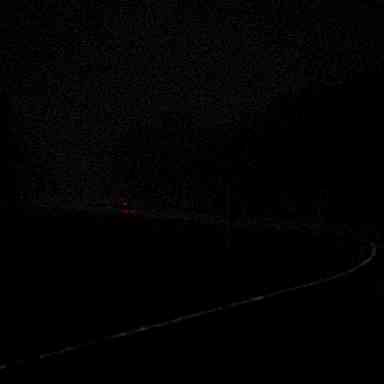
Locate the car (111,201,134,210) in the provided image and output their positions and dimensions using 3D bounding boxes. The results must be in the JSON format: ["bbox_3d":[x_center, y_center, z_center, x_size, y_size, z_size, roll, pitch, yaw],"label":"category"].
[{"bbox_3d":[-10.809,2.161,52.964,1.812,1.442,4.674,2,-2,-34],"label":"car"}]

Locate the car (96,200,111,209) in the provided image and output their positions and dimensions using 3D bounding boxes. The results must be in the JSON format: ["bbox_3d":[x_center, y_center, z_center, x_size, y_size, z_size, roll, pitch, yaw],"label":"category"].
[{"bbox_3d":[-15.826,2.257,60.193,1.882,1.535,5.008,2,-2,-34],"label":"car"}]
